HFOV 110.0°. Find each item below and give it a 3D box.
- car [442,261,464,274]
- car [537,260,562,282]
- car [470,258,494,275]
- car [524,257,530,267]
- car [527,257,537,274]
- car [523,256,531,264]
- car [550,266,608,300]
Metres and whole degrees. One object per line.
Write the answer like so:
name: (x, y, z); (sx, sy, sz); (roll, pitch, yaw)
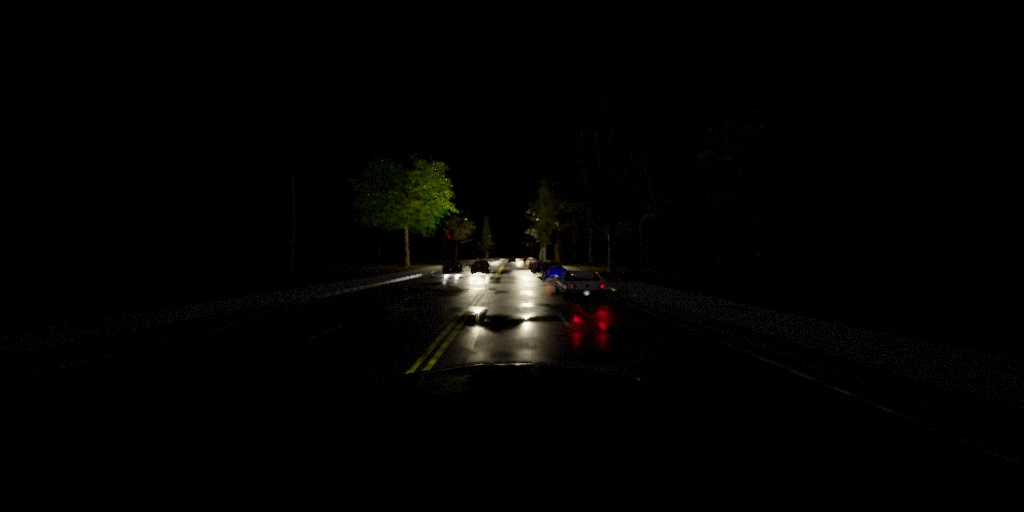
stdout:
car: (-6.564, 1.282, 40.321); (1.994, 1.385, 4.181); (0, 0, 0)
car: (3.251, 1.275, 28.781); (1.812, 1.442, 4.674); (0, 0, 0)
car: (-3.330, 1.202, 38.575); (1.882, 1.535, 5.008); (0, 0, 0)
car: (3.252, 1.200, 50.777); (2.033, 1.411, 5.357); (0, 0, 0)
car: (3.221, 1.222, 39.937); (2.163, 1.488, 4.792); (0, 0, -1)
car: (3.253, 1.016, 61.966); (1.801, 1.575, 5.366); (0, 0, 0)
car: (3.250, 1.352, 17.811); (1.895, 1.301, 4.718); (0, 0, 0)
